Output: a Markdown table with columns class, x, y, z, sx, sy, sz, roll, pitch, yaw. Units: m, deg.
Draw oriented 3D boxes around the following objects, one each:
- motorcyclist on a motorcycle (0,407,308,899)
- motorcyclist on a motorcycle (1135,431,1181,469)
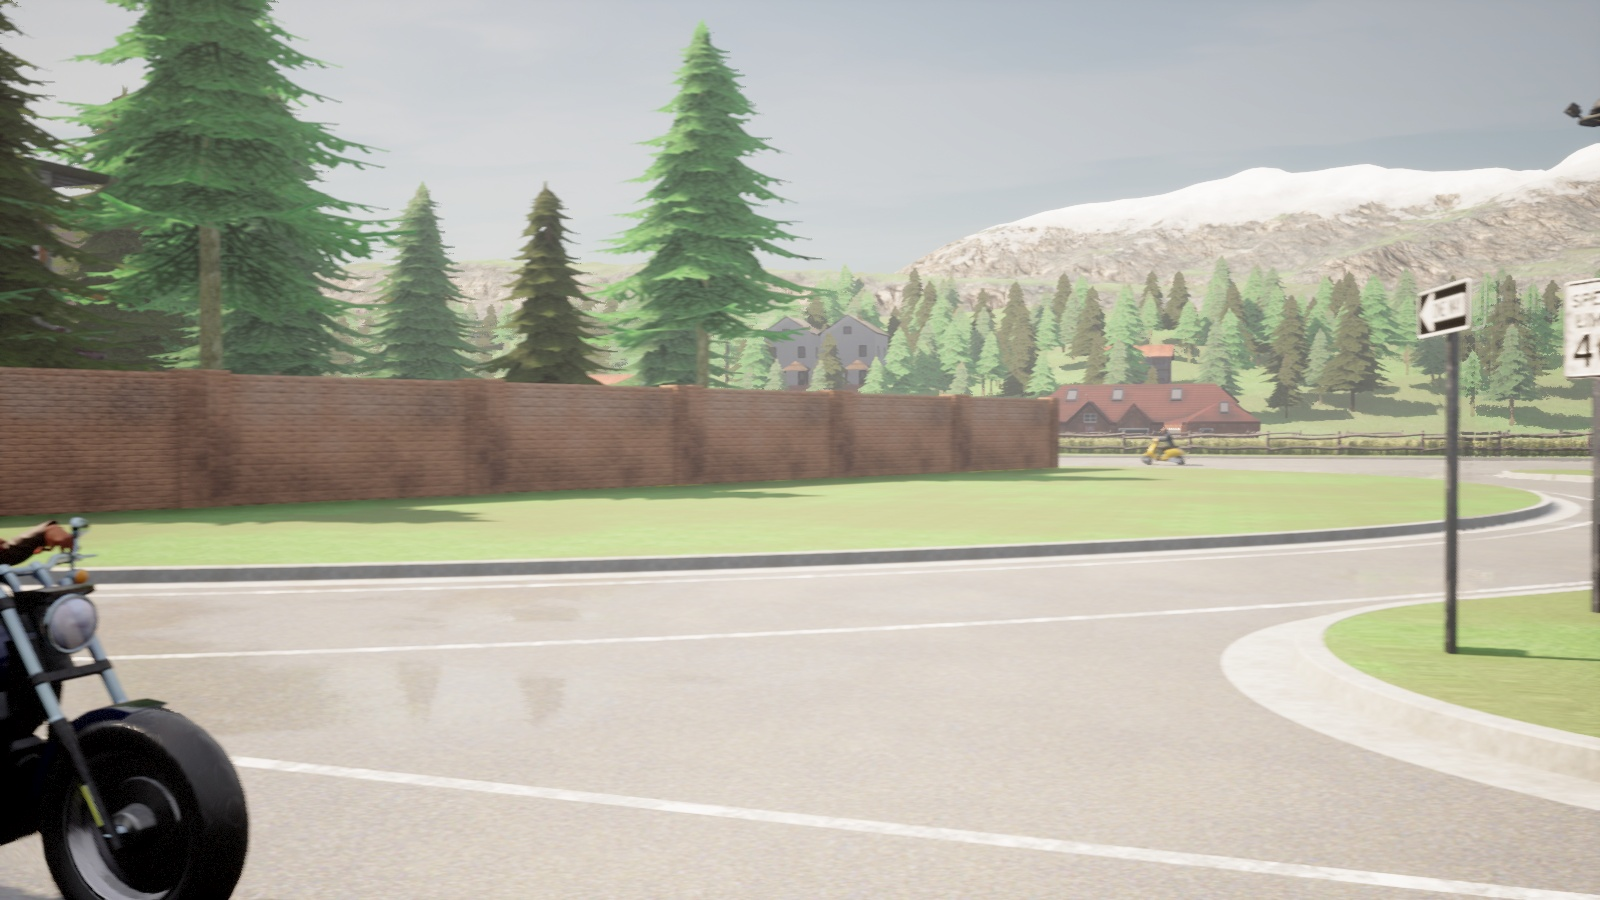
| class | x | y | z | sx | sy | sz | roll | pitch | yaw |
| --- | --- | --- | --- | --- | --- | --- | --- | --- | --- |
| motorcyclist on a motorcycle | -2.860 | 0.687 | 4.155 | 2.350 | 1.649 | 0.766 | 1 | 1 | 19 |
| motorcyclist on a motorcycle | 15.153 | -0.022 | 53.119 | 1.817 | 1.590 | 0.866 | 1 | 1 | 19 |
